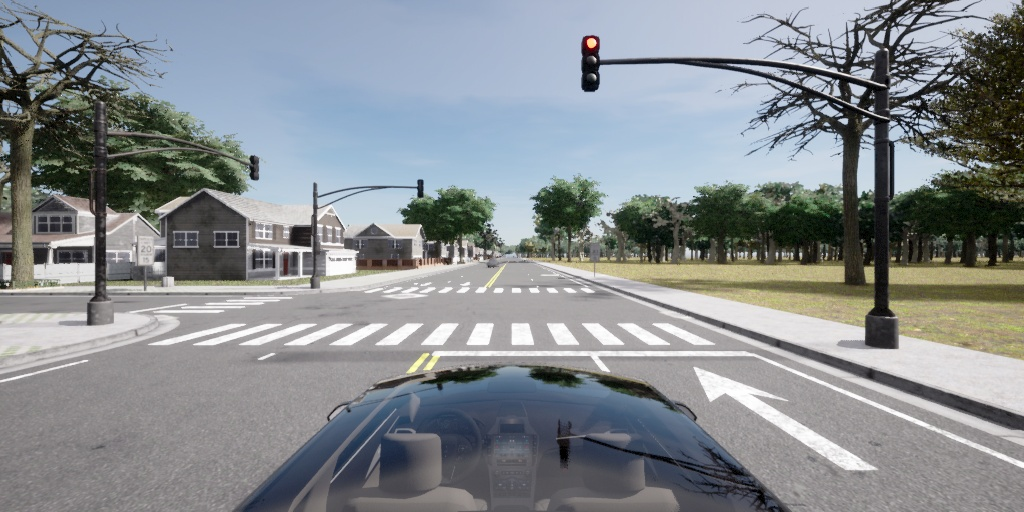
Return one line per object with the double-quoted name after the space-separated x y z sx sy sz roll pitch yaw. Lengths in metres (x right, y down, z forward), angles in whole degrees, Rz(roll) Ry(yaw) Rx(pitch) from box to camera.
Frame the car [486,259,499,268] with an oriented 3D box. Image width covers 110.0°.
-3.160 1.287 58.747 1.837 1.490 4.892 0 2 0 "car"
